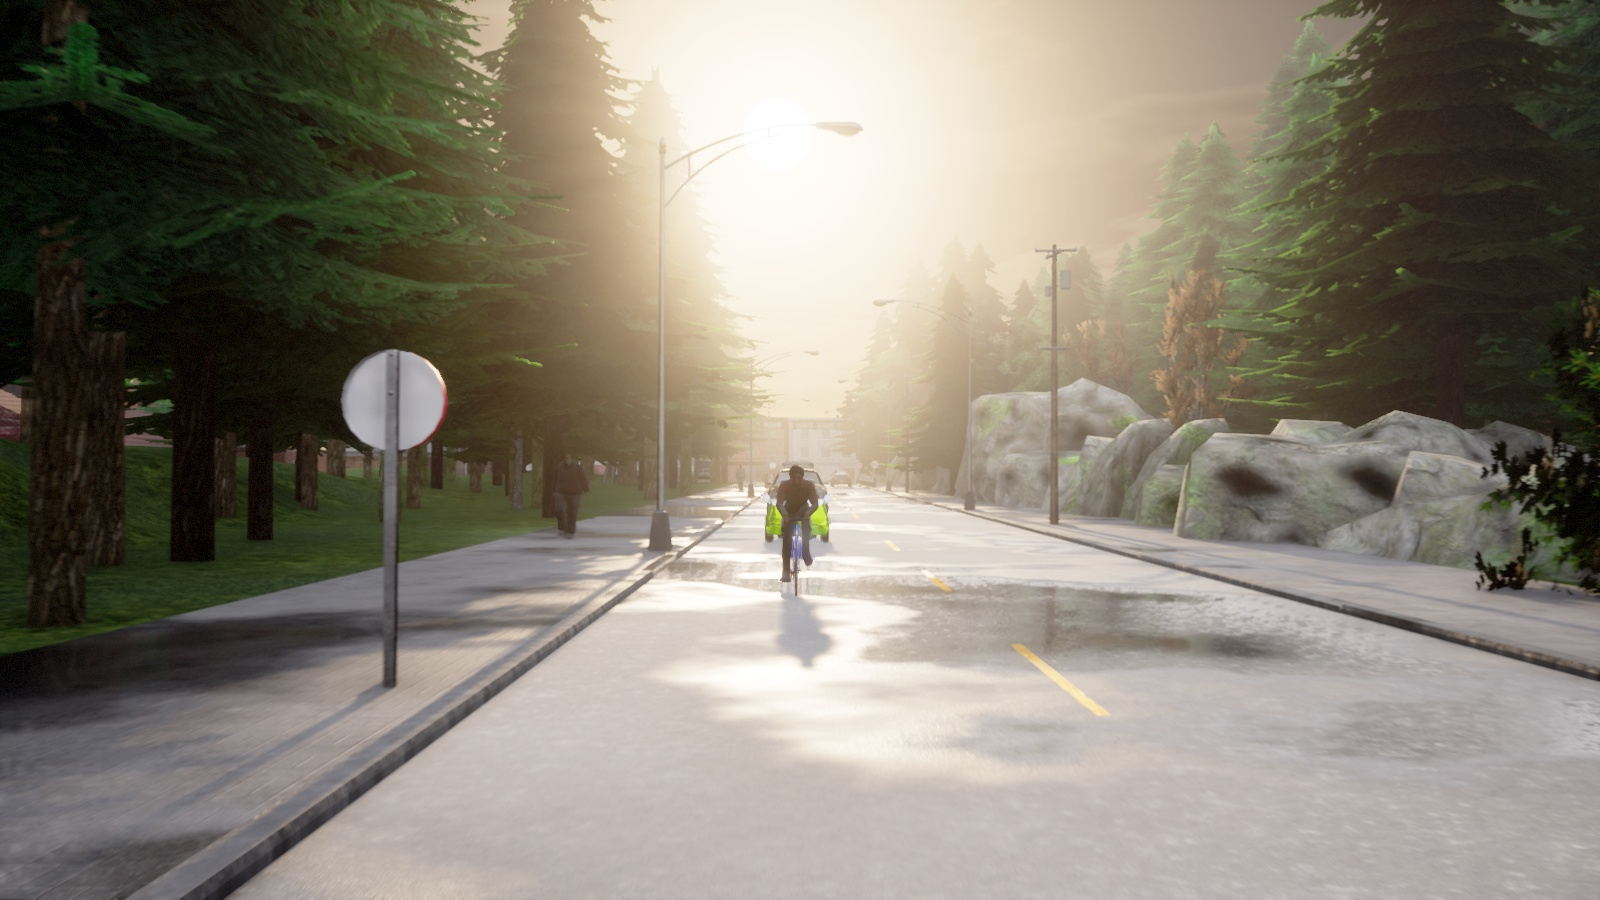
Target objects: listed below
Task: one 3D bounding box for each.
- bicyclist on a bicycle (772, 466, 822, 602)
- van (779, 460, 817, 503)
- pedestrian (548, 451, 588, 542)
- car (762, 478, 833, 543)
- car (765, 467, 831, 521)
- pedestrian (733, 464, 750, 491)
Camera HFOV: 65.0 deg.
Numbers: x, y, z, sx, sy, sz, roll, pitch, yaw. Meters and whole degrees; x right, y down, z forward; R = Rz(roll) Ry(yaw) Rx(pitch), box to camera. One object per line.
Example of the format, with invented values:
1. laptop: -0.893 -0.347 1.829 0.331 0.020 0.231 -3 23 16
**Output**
1. bicyclist on a bicycle: -0.036 1.014 15.828 0.582 1.620 1.656 0 -1 0
2. van: -0.085 1.522 60.899 1.775 1.987 4.442 0 -1 0
3. pedestrian: -4.783 0.948 25.949 0.634 1.844 0.899 0 -1 2
4. car: -0.049 1.300 27.556 1.481 1.376 2.207 0 -1 0
5. car: -0.064 1.386 40.975 2.033 1.649 4.856 0 -1 0
6. pedestrian: -3.987 1.876 85.306 0.874 1.855 0.900 -1 -1 17
